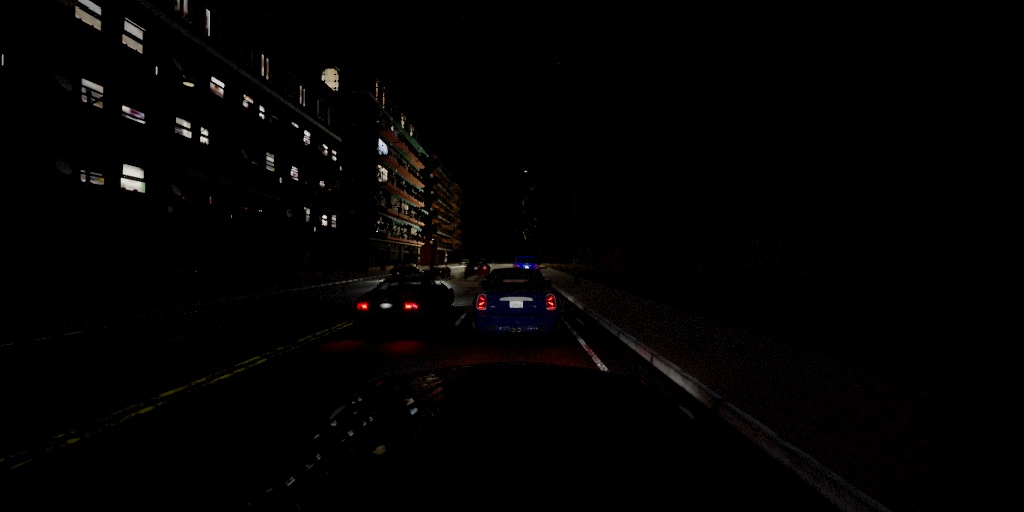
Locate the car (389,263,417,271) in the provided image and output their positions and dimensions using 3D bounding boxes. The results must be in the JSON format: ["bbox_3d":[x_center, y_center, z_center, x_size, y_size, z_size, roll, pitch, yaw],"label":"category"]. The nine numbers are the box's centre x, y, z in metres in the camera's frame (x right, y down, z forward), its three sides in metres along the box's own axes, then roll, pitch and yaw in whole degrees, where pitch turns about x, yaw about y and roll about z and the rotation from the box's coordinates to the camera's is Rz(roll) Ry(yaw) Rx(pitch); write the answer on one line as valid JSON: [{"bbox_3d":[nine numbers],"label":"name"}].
[{"bbox_3d":[-9.835,1.318,33.001,1.994,1.385,4.181,0,0,0],"label":"car"}]

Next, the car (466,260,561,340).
[{"bbox_3d":[0.103,1.104,10.162,2.097,1.767,4.553,0,0,0],"label":"car"}]

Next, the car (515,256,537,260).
[{"bbox_3d":[1.151,0.979,30.115,2.150,2.045,5.566,0,0,0],"label":"car"}]

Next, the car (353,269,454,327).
[{"bbox_3d":[-3.147,1.299,11.473,2.033,1.411,5.357,0,0,0],"label":"car"}]

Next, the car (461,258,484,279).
[{"bbox_3d":[-3.135,1.105,33.380,2.097,1.767,4.553,0,0,0],"label":"car"}]

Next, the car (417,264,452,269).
[{"bbox_3d":[-6.586,1.354,31.546,1.895,1.301,4.718,0,0,0],"label":"car"}]
